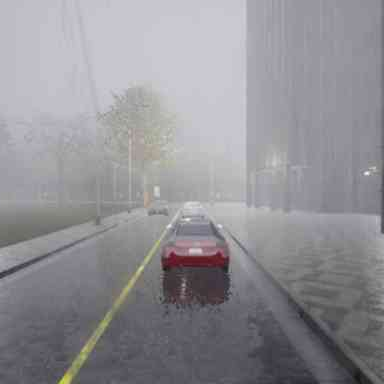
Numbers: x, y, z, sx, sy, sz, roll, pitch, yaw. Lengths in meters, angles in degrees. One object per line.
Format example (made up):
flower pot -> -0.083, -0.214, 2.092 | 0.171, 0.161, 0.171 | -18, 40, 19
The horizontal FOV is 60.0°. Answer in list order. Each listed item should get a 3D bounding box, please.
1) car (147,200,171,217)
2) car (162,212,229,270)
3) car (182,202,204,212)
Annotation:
car -> -3.096, 1.528, 32.009 | 1.837, 1.490, 4.892 | 0, 0, 0
car -> 0.098, 1.576, 11.057 | 1.994, 1.385, 4.181 | 0, 0, 0
car -> 0.087, 1.549, 28.740 | 1.812, 1.442, 4.674 | 0, 0, 0
